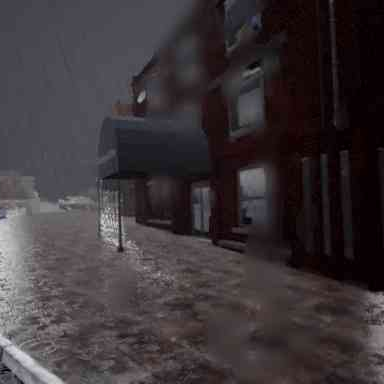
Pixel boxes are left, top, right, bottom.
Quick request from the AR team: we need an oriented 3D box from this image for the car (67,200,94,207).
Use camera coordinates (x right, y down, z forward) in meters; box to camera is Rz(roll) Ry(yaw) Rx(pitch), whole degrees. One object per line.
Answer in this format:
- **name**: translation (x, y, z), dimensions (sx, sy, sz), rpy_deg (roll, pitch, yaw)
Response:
- **car**: translation (-23.663, 2.390, 70.663), dimensions (4.892, 1.521, 2.231), rpy_deg (0, -1, -37)

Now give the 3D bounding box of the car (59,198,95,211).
- **car**: translation (-16.743, 1.930, 48.244), dimensions (4.892, 1.521, 2.231), rpy_deg (0, -1, -37)

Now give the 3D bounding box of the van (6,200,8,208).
- **van**: translation (-42.517, 2.658, 70.949), dimensions (4.442, 1.987, 1.878), rpy_deg (-2, 0, -37)

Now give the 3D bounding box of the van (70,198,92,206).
- **van**: translation (-26.359, 2.340, 78.998), dimensions (4.442, 1.987, 1.878), rpy_deg (0, -1, -37)

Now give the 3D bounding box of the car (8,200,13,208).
- **car**: translation (-43.283, 2.941, 73.836), dimensions (4.892, 1.521, 2.231), rpy_deg (-2, 0, -37)

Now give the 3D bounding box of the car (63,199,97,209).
- **car**: translation (-20.060, 2.155, 59.567), dimensions (5.366, 1.575, 1.946), rpy_deg (0, -1, -37)

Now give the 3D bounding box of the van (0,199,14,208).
- **van**: translation (-45.129, 2.844, 79.389), dimensions (4.442, 1.987, 1.878), rpy_deg (-2, 0, -37)

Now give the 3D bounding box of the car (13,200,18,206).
- **car**: translation (-44.013, 2.995, 76.760), dimensions (5.366, 1.575, 1.946), rpy_deg (-2, -1, -37)

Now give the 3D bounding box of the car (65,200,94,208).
- **car**: translation (-21.925, 2.274, 65.055), dimensions (4.892, 1.521, 2.231), rpy_deg (0, -1, -37)

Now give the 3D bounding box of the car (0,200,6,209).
- **car**: translation (-41.574, 2.852, 68.190), dimensions (4.792, 1.488, 2.163), rpy_deg (-2, 0, -37)

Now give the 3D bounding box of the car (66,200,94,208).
- **car**: translation (-22.824, 2.360, 67.838), dimensions (4.792, 1.488, 2.163), rpy_deg (0, -1, -37)

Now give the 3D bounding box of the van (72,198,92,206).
- **van**: translation (-27.912, 2.465, 84.750), dimensions (4.442, 1.987, 1.878), rpy_deg (0, -2, -37)

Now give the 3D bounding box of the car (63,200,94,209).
- **car**: translation (-19.334, 2.141, 56.647), dimensions (4.674, 1.452, 2.002), rpy_deg (0, -1, -37)

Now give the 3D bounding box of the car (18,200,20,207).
- **car**: translation (-45.892, 3.170, 82.269), dimensions (4.674, 1.452, 2.002), rpy_deg (-2, 0, -37)

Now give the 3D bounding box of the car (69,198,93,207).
- **car**: translation (-24.509, 2.321, 73.481), dimensions (4.553, 1.767, 2.185), rpy_deg (0, -1, -37)

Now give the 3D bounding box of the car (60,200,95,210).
- **car**: translation (-18.464, 2.044, 53.847), dimensions (4.892, 1.521, 2.231), rpy_deg (0, -1, -37)
